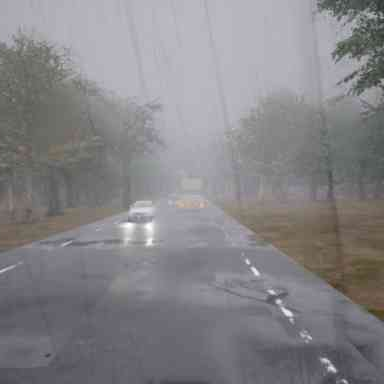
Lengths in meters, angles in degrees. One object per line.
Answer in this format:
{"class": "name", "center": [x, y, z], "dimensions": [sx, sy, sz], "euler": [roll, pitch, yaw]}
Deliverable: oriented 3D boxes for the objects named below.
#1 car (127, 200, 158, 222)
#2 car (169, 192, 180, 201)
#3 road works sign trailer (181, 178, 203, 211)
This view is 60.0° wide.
{"class": "car", "center": [-3.592, 1.360, 24.929], "dimensions": [1.812, 1.442, 4.674], "euler": [0, 0, 0]}
{"class": "car", "center": [-3.518, 0.754, 66.828], "dimensions": [2.097, 1.767, 4.553], "euler": [0, 0, 0]}
{"class": "road works sign trailer", "center": [-0.008, 0.208, 35.124], "dimensions": [2.380, 3.560, 2.880], "euler": [0, 1, 0]}
